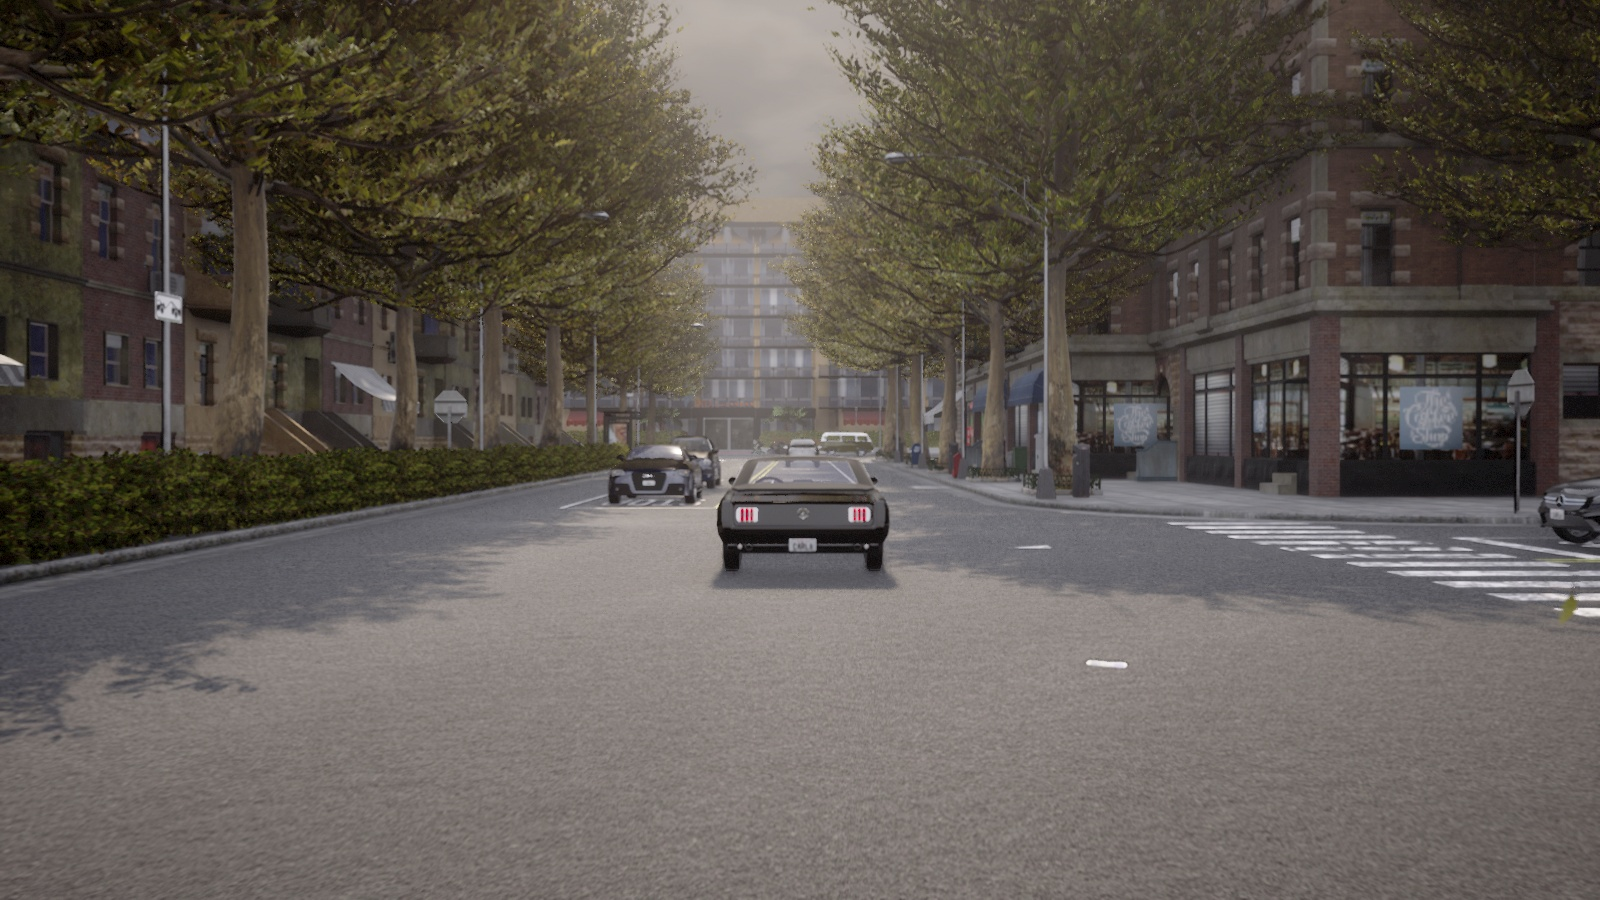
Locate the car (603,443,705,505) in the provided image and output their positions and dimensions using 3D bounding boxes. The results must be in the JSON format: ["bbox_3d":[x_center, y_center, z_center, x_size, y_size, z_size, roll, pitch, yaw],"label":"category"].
[{"bbox_3d":[-3.441,0.532,30.384,1.994,1.385,4.181,0,1,0],"label":"car"}]

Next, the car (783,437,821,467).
[{"bbox_3d":[0.114,0.083,67.484,2.007,1.525,4.514,0,1,0],"label":"car"}]

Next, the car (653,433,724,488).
[{"bbox_3d":[-3.431,0.287,39.179,1.851,1.617,3.988,0,1,0],"label":"car"}]

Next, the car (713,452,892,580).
[{"bbox_3d":[0.032,0.704,15.703,1.895,1.301,4.718,0,1,0],"label":"car"}]

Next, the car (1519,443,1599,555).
[{"bbox_3d":[12.639,0.629,17.097,4.674,1.442,1.812,0,1,0],"label":"car"}]
